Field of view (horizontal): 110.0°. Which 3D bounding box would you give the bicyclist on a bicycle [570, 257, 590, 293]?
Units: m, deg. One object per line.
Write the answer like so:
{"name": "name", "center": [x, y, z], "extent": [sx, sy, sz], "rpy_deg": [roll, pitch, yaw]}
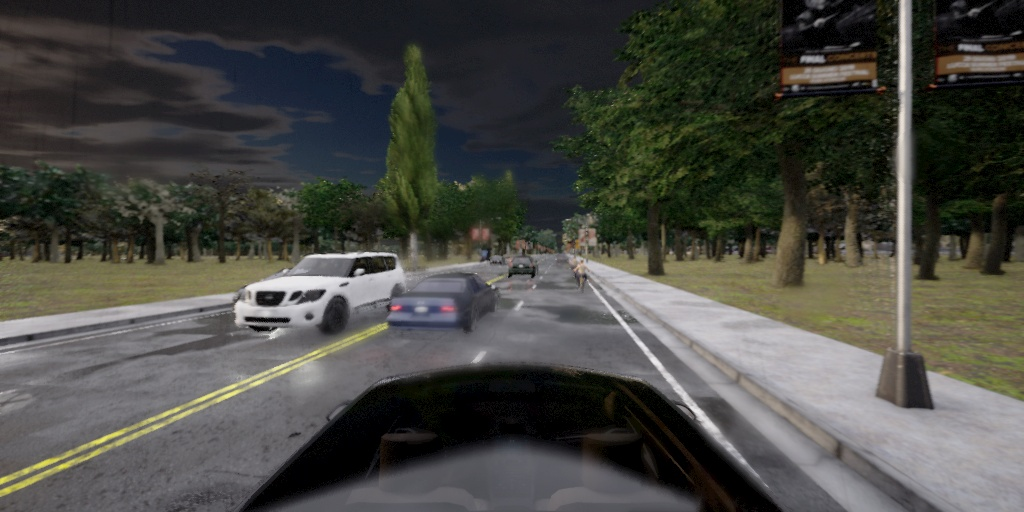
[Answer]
{"name": "bicyclist on a bicycle", "center": [3.480, 0.979, 17.863], "extent": [0.866, 1.612, 1.509], "rpy_deg": [0, 1, 8]}

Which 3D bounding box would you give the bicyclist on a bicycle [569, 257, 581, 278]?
{"name": "bicyclist on a bicycle", "center": [4.850, 0.857, 27.619], "extent": [0.866, 1.612, 1.509], "rpy_deg": [0, 1, 8]}

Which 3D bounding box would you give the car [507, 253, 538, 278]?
{"name": "car", "center": [0.989, 0.776, 29.344], "extent": [2.097, 1.767, 4.553], "rpy_deg": [0, 1, 8]}

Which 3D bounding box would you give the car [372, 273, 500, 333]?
{"name": "car", "center": [-1.663, 1.206, 10.448], "extent": [2.033, 1.411, 5.357], "rpy_deg": [0, 1, 8]}

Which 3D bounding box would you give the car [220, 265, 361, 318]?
{"name": "car", "center": [-7.978, 1.165, 13.655], "extent": [1.837, 1.490, 4.892], "rpy_deg": [0, 1, 8]}

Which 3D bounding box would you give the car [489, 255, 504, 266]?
{"name": "car", "center": [-2.191, 0.654, 54.792], "extent": [1.837, 1.490, 4.892], "rpy_deg": [0, 1, 8]}

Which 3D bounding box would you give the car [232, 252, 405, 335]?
{"name": "car", "center": [-5.111, 0.898, 10.720], "extent": [2.150, 2.045, 5.566], "rpy_deg": [0, 1, 8]}

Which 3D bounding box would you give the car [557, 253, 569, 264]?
{"name": "car", "center": [8.535, 0.521, 59.730], "extent": [2.128, 1.511, 4.902], "rpy_deg": [0, 1, 8]}
